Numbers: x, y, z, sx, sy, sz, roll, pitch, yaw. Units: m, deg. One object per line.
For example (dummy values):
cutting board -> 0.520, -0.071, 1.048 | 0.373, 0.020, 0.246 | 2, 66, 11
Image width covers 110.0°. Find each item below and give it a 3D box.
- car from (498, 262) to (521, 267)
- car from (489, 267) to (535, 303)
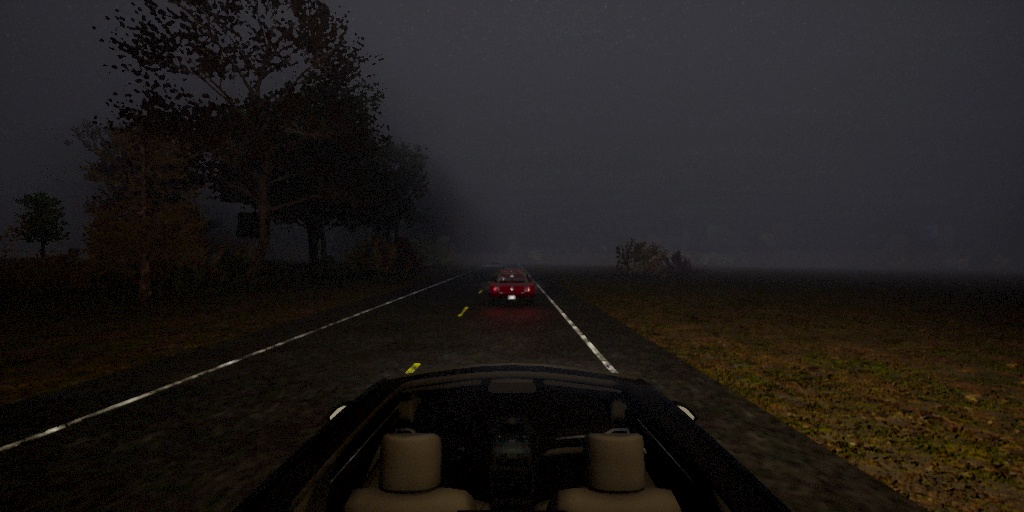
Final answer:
car -> 0.000, 1.351, 31.532 | 1.895, 1.301, 4.718 | 0, 0, 0
car -> 0.000, 1.359, 16.531 | 1.895, 1.301, 4.718 | 0, 0, 0
